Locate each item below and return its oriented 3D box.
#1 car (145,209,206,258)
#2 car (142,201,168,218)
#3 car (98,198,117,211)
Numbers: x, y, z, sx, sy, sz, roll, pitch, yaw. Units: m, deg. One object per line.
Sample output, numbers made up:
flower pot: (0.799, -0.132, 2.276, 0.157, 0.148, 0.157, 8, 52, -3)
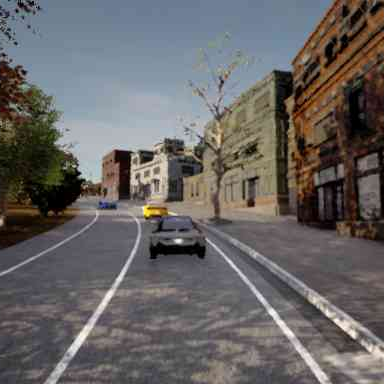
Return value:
car: (-0.625, 1.578, 12.889, 1.994, 1.385, 4.181, 1, 0, -5)
car: (-3.275, 1.531, 29.064, 1.882, 1.535, 5.008, 1, 0, -13)
car: (-10.520, 1.454, 41.436, 1.882, 1.535, 5.008, 2, -1, -20)
